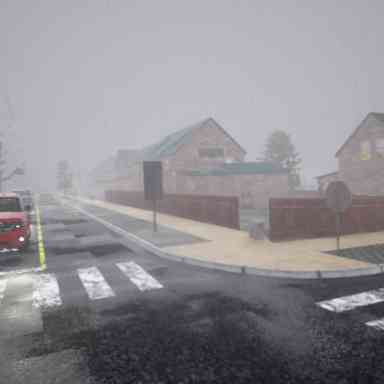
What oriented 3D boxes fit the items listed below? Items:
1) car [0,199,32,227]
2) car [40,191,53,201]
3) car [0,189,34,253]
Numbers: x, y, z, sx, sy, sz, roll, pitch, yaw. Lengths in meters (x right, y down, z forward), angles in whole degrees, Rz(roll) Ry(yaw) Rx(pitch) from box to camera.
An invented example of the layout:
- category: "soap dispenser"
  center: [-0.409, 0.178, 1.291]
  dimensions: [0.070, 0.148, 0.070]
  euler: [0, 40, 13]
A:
- category: "car"
  center: [-11.556, 1.297, 21.506]
  dimensions: [1.994, 1.385, 4.181]
  euler: [-3, 2, -25]
- category: "car"
  center: [-23.816, 0.643, 54.446]
  dimensions: [1.882, 1.535, 5.008]
  euler: [-3, 2, -25]
- category: "car"
  center: [-7.394, 1.091, 12.611]
  dimensions: [2.150, 2.045, 5.566]
  euler: [-3, 2, -25]
